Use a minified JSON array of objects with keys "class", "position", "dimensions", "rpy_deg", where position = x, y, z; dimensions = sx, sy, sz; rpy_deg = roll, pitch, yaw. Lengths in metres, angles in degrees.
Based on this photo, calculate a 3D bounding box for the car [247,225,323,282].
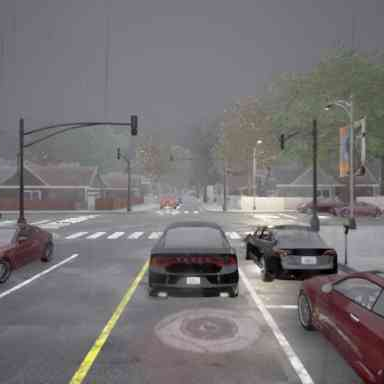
[{"class":"car","position":[2.624,1.575,9.552],"dimensions":[1.947,1.339,4.313],"rpy_deg":[0,0,0]}]

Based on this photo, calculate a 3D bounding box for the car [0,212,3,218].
[{"class":"car","position":[-17.077,1.682,25.800],"dimensions":[4.181,1.385,1.994],"rpy_deg":[0,0,0]}]

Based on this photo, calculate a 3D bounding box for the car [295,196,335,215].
[{"class":"car","position":[12.535,1.297,32.544],"dimensions":[4.553,1.767,2.097],"rpy_deg":[0,0,0]}]

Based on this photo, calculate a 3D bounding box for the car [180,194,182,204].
[{"class":"car","position":[-3.232,1.436,55.912],"dimensions":[2.097,1.767,4.553],"rpy_deg":[0,0,0]}]

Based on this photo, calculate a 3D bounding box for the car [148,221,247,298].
[{"class":"car","position":[0.047,1.486,8.608],"dimensions":[1.882,1.535,5.008],"rpy_deg":[0,0,1]}]

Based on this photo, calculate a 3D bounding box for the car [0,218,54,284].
[{"class":"car","position":[-5.402,1.591,9.536],"dimensions":[1.802,1.307,4.206],"rpy_deg":[0,0,0]}]

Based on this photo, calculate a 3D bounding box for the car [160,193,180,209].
[{"class":"car","position":[-3.204,1.285,46.002],"dimensions":[2.150,2.045,5.566],"rpy_deg":[0,0,0]}]

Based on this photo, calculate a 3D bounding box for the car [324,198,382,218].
[{"class":"car","position":[14.327,1.497,29.296],"dimensions":[4.181,1.385,1.994],"rpy_deg":[0,0,0]}]

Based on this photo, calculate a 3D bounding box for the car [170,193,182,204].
[{"class":"car","position":[-3.210,1.332,68.453],"dimensions":[2.150,2.045,5.566],"rpy_deg":[0,0,0]}]

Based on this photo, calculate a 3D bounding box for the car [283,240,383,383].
[{"class":"car","position":[2.634,1.586,4.034],"dimensions":[1.802,1.307,4.206],"rpy_deg":[0,0,0]}]
